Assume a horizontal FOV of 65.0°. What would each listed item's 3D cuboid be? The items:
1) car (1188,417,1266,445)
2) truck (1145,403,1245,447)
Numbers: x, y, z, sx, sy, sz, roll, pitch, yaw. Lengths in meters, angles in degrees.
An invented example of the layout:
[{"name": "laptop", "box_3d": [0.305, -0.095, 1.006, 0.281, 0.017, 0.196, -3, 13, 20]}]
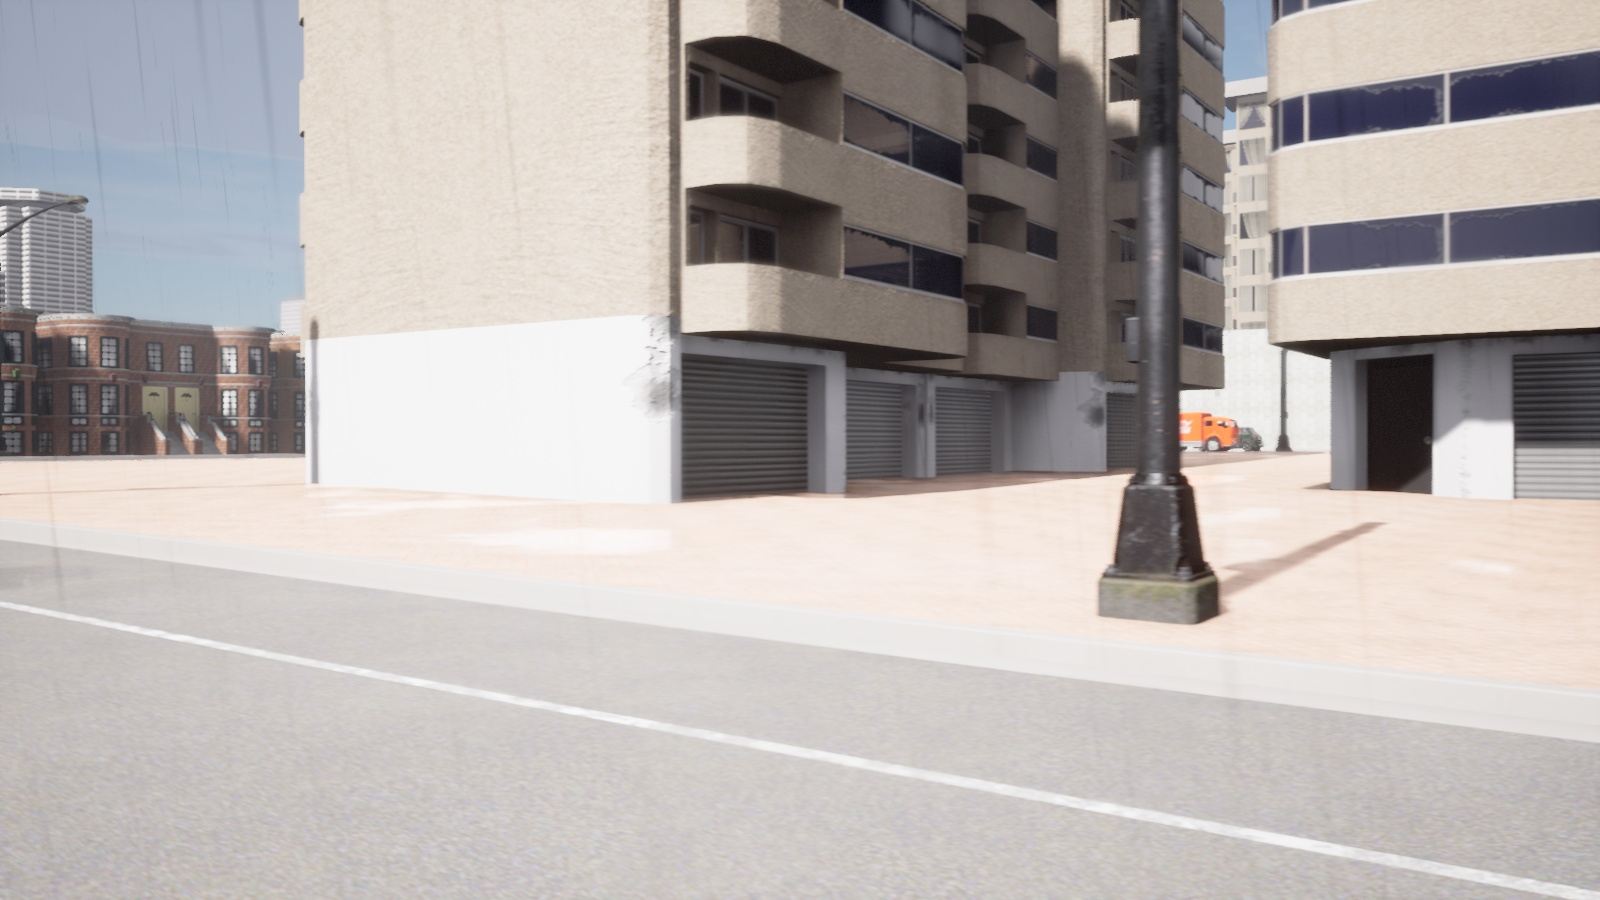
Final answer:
[{"name": "car", "box_3d": [28.935, -1.287, 85.117, 4.553, 1.767, 2.097, -1, 0, 35]}, {"name": "truck", "box_3d": [23.850, -1.473, 75.849, 5.204, 2.467, 2.627, -1, 0, 35]}]
